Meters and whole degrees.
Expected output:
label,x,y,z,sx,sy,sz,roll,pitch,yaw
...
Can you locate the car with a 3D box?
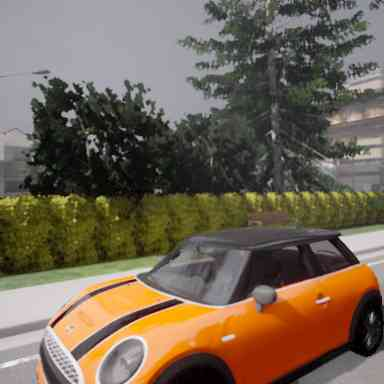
label,x,y,z,sx,sy,sz,roll,pitch,yaw
car,0.504,1.329,4.357,4.553,1.767,2.097,-1,0,-36
